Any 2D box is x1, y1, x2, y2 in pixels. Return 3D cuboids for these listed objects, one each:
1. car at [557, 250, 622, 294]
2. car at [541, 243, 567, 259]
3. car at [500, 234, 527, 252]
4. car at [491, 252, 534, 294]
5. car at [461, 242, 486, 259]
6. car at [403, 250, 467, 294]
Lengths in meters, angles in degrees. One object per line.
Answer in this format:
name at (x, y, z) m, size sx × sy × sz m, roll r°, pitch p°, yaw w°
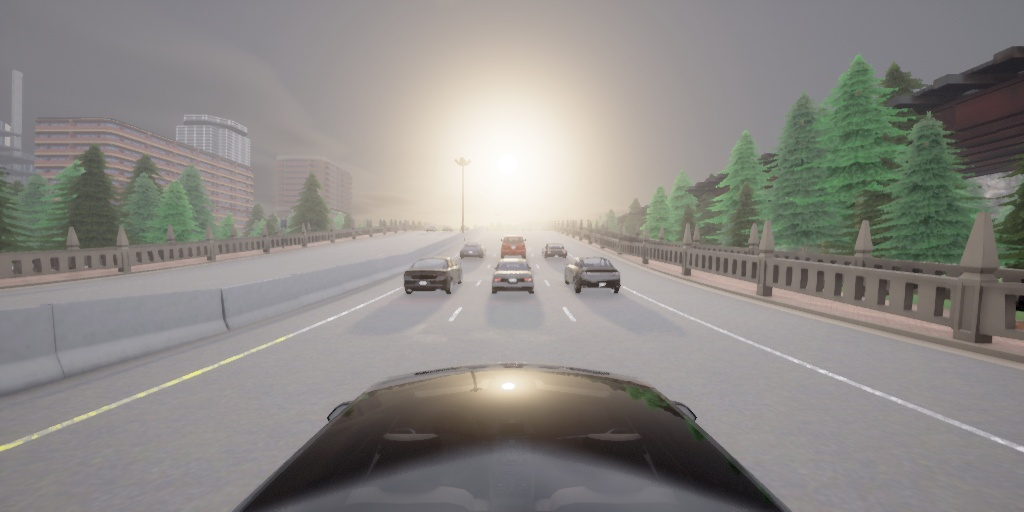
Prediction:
car at (3.541, 0.756, 16.418) m, size 2.128 × 1.511 × 4.902 m, roll 0°, pitch 4°, yaw 0°
car at (3.623, -0.518, 31.308) m, size 1.895 × 1.301 × 4.718 m, roll 0°, pitch 6°, yaw 0°
car at (0.125, -0.891, 31.432) m, size 2.150 × 2.045 × 5.566 m, roll 0°, pitch 7°, yaw 0°
car at (0.041, 0.823, 16.438) m, size 2.033 × 1.411 × 5.357 m, roll 0°, pitch 4°, yaw 0°
car at (-3.376, -0.559, 31.313) m, size 1.994 × 1.385 × 4.181 m, roll 0°, pitch 6°, yaw 0°
car at (-3.459, 0.744, 16.453) m, size 1.882 × 1.535 × 5.008 m, roll 0°, pitch 4°, yaw 0°
